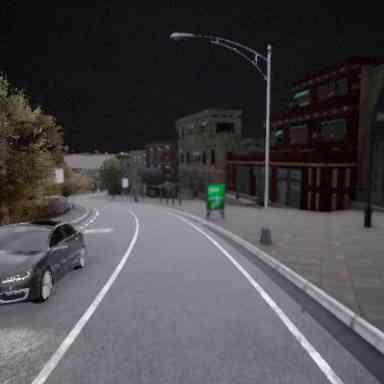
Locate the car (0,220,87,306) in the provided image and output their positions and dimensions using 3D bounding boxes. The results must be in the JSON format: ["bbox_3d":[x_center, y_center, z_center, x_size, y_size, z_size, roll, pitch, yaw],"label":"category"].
[{"bbox_3d":[-3.958,1.504,8.174,1.837,1.490,4.892,0,0,-4],"label":"car"}]
